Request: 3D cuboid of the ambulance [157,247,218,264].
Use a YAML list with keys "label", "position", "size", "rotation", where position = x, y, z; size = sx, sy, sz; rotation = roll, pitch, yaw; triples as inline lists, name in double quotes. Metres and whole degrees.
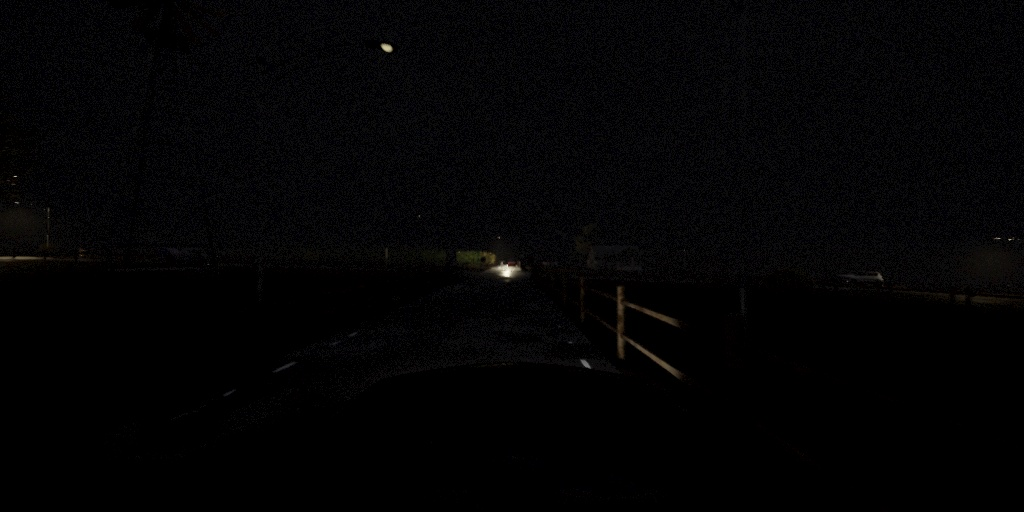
- label: "ambulance"
  position: [-42.201, -0.279, 46.913]
  size: [6.366, 2.431, 2.351]
  rotation: [2, 0, -1]
